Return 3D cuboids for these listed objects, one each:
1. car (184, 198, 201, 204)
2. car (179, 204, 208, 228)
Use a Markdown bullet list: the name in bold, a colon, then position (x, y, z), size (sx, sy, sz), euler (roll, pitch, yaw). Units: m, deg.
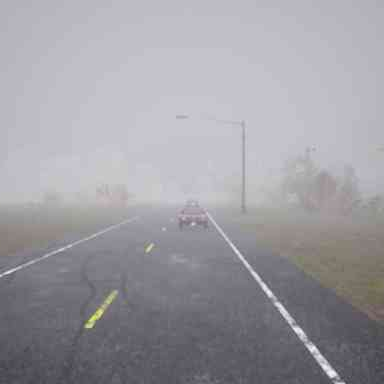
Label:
- **car**: position (0.082, 1.579, 41.527), size (2.097, 1.767, 4.553), euler (0, 0, 0)
- **car**: position (0.090, 1.727, 23.120), size (1.895, 1.301, 4.718), euler (0, 0, 0)
